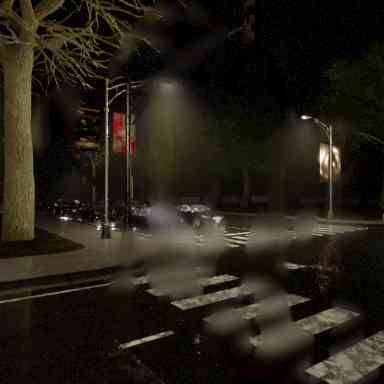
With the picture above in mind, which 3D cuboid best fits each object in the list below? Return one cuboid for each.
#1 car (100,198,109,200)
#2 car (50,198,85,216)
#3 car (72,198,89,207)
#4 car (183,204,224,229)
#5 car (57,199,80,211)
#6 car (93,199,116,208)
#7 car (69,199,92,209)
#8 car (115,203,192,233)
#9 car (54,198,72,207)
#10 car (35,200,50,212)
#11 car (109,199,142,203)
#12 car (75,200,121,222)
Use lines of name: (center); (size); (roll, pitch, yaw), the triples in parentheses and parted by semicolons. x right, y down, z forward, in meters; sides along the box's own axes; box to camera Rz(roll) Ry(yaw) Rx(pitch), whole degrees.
car: (-11.200, 1.743, 37.868); (1.994, 1.385, 4.181); (0, 0, -36)
car: (-13.181, 1.667, 35.065); (1.837, 1.490, 4.892); (0, 0, -36)
car: (-21.051, 1.938, 62.788); (1.812, 1.442, 4.674); (0, -1, -35)
car: (0.130, 1.568, 22.296); (2.128, 1.511, 4.902); (0, 0, -36)
car: (-17.120, 1.775, 46.073); (1.812, 1.442, 4.674); (0, -1, -36)
car: (-13.967, 1.803, 53.057); (1.837, 1.490, 4.892); (0, -1, -36)
car: (-17.675, 1.853, 52.637); (2.033, 1.411, 5.357); (0, -1, -36)
car: (-2.545, 1.614, 20.426); (2.033, 1.411, 5.357); (0, 0, -36)
car: (-23.706, 1.907, 60.931); (1.837, 1.490, 4.892); (0, -1, -36)
car: (-19.051, 1.794, 43.192); (1.994, 1.385, 4.181); (0, -1, -35)
car: (-5.292, 1.475, 29.737); (2.097, 1.767, 4.553); (0, 0, -36)
car: (-7.978, 1.677, 27.902); (1.994, 1.385, 4.181); (0, 0, -36)
